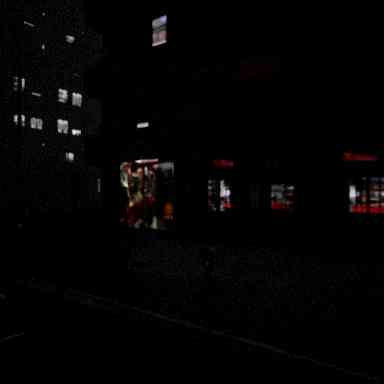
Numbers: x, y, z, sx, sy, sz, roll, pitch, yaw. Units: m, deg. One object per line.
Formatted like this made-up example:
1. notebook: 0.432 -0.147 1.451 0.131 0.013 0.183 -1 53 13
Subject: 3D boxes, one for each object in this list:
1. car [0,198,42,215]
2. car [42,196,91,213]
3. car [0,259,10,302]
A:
1. car: -14.908 1.187 26.700 2.008 1.369 4.403 1 2 35
2. car: -11.818 1.086 31.124 1.752 1.417 4.829 1 2 35
3. car: -5.349 1.503 6.689 4.403 1.369 2.008 0 0 36
